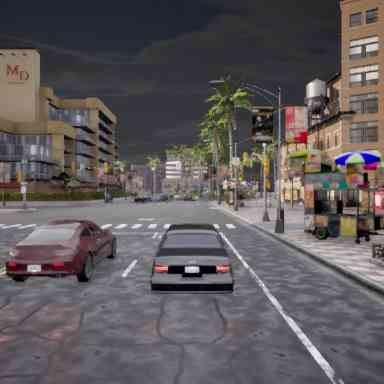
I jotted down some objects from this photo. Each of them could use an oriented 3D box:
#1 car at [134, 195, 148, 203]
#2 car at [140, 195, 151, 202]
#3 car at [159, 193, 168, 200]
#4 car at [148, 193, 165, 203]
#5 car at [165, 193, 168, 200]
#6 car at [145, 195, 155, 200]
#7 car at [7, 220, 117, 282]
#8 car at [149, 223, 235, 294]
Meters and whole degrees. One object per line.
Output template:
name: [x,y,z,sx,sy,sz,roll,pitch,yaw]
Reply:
car: [-11.163,1.592,71.284,1.895,1.301,4.718,0,0,-1]
car: [-11.249,1.474,80.427,1.882,1.535,5.008,0,0,-1]
car: [-7.858,1.221,91.420,2.150,2.045,5.566,0,0,-1]
car: [-7.663,1.352,71.332,2.097,1.767,4.553,0,0,-1]
car: [-7.751,1.221,80.672,2.150,2.045,5.566,0,0,-1]
car: [-11.347,1.536,90.725,2.033,1.411,5.357,0,0,-1]
car: [-3.510,1.525,9.679,1.812,1.442,4.674,0,0,0]
car: [-0.005,1.547,8.938,2.033,1.411,5.357,0,0,0]
